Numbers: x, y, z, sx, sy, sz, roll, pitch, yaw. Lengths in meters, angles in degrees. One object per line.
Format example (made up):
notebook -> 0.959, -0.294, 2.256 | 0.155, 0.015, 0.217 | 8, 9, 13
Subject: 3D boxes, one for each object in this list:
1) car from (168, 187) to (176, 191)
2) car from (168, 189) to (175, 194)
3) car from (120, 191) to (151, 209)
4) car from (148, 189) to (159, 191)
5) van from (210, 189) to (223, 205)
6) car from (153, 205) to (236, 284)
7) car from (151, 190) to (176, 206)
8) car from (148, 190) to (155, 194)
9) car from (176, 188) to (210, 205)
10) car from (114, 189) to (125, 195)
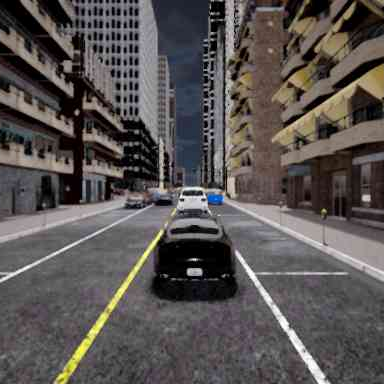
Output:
car -> -5.692, -0.304, 88.288 | 1.967, 1.590, 4.097 | 1, 1, 0
car -> -5.696, -0.272, 93.865 | 1.802, 1.307, 4.206 | 1, 1, 0
car -> -5.650, 0.886, 33.613 | 2.008, 1.369, 4.403 | 1, 1, 0
car -> -5.653, 0.683, 44.692 | 1.947, 1.339, 4.313 | 1, 1, 0
van -> 2.700, 0.566, 39.203 | 1.690, 1.788, 3.998 | 1, 1, 0
car -> 0.067, 1.322, 9.064 | 1.837, 1.490, 4.892 | 0, 1, 0
car -> -3.101, 0.817, 37.788 | 1.994, 1.385, 4.181 | 0, 1, 0
car -> -5.652, 0.808, 39.154 | 1.802, 1.307, 4.206 | 1, 1, 0
car -> 0.078, 0.691, 26.740 | 2.150, 2.045, 5.566 | 0, 1, 0
car -> -16.506, 0.058, 72.870 | 4.097, 1.590, 1.967 | 0, 0, 0
